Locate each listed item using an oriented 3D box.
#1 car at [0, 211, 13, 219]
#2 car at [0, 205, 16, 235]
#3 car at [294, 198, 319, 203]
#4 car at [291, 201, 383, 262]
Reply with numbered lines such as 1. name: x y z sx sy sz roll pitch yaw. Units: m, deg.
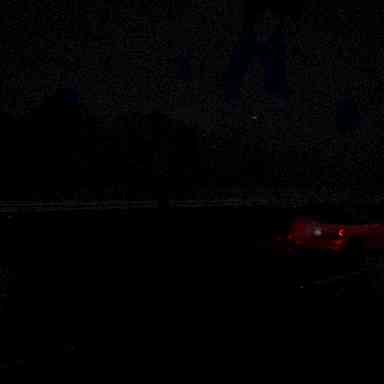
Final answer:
1. car: -9.880 1.547 14.142 5.357 1.411 2.033 0 0 -36
2. car: -11.899 1.503 17.000 4.892 1.490 1.837 0 0 -35
3. car: 15.453 1.624 45.093 4.892 1.490 1.837 0 0 -35
4. car: 5.968 1.381 12.431 4.553 1.767 2.097 0 0 -36
